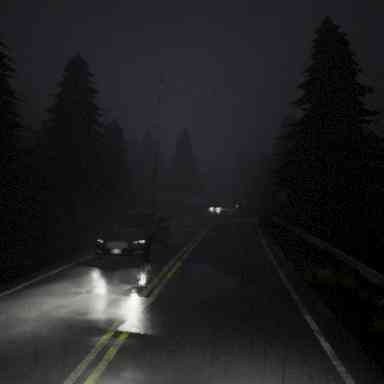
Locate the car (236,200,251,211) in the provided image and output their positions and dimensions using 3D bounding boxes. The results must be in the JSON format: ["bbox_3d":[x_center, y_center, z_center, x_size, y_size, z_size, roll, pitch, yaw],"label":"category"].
[{"bbox_3d":[6.902,1.831,44.554,2.033,1.411,5.357,0,0,6],"label":"car"}]

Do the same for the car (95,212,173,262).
[{"bbox_3d":[-1.973,1.549,12.507,2.128,1.511,4.902,0,0,8],"label":"car"}]

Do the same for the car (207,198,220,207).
[{"bbox_3d":[3.576,1.786,56.299,2.128,1.511,4.902,1,0,-5],"label":"car"}]
